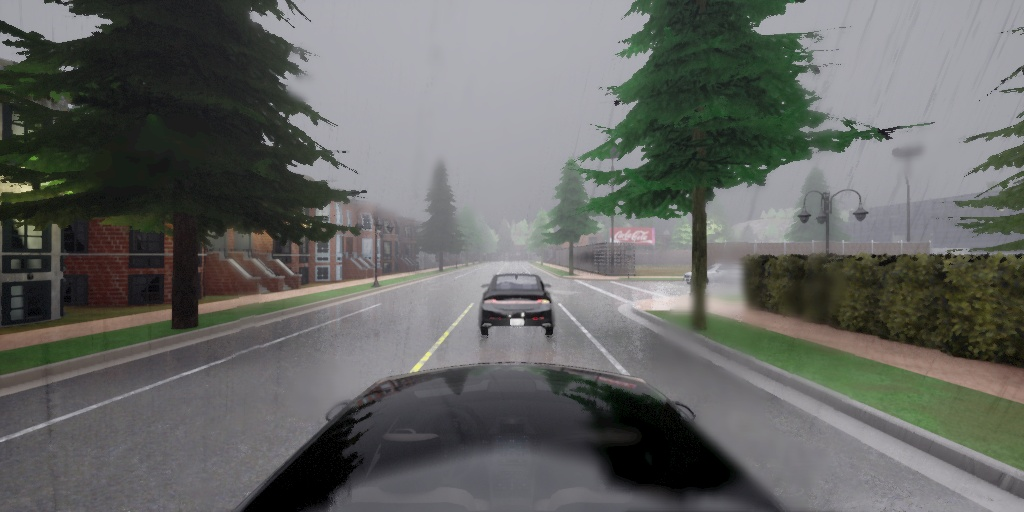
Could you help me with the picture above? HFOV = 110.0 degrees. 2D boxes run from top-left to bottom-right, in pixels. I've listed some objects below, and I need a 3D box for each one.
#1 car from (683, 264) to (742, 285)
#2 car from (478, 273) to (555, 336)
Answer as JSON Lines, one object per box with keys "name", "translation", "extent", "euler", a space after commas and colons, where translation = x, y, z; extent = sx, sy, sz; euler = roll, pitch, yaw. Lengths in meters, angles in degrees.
{"name": "car", "translation": [14.161, 1.297, 24.449], "extent": [4.674, 1.442, 1.812], "euler": [0, 0, 1]}
{"name": "car", "translation": [0.130, 1.242, 10.352], "extent": [2.128, 1.511, 4.902], "euler": [0, 0, 1]}
